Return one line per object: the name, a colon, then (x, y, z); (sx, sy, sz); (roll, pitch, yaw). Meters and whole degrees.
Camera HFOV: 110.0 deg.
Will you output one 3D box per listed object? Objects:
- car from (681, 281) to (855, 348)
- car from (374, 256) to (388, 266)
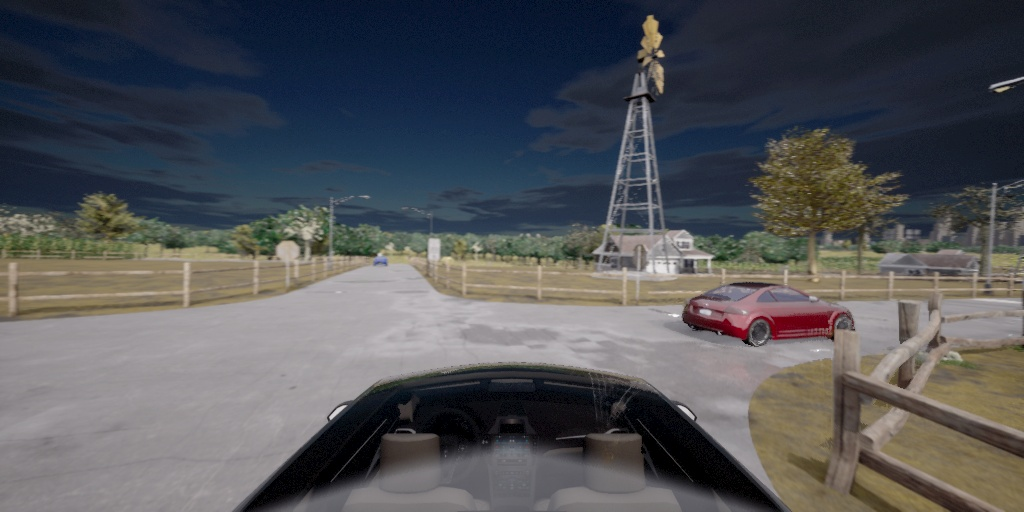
car: (6.618, 1.380, 9.337); (4.181, 1.385, 1.994); (1, 1, -17)
car: (-20.212, 0.759, 55.311); (1.882, 1.535, 5.008); (1, 0, -17)
